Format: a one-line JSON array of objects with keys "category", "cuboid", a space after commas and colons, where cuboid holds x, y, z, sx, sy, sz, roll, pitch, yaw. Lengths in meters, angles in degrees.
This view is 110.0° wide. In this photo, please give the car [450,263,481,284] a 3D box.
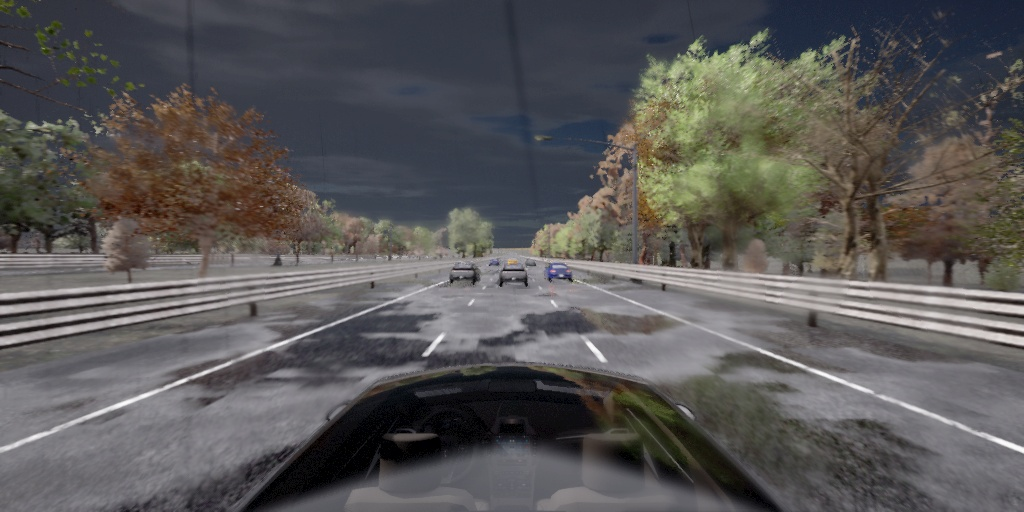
[{"category": "car", "cuboid": [-3.388, 1.232, 26.533, 2.128, 1.511, 4.902, 0, 0, 0]}]

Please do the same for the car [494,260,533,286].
[{"category": "car", "cuboid": [0.112, 1.234, 24.974, 2.128, 1.511, 4.902, 0, 0, 0]}]

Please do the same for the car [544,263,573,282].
[{"category": "car", "cuboid": [3.610, 1.267, 28.506, 1.812, 1.442, 4.674, 0, 0, 0]}]
